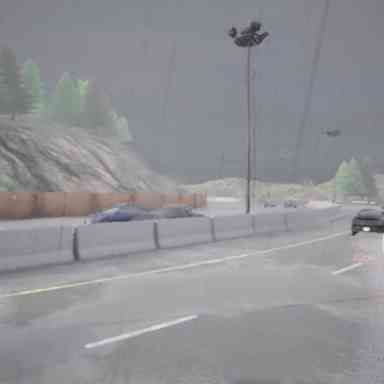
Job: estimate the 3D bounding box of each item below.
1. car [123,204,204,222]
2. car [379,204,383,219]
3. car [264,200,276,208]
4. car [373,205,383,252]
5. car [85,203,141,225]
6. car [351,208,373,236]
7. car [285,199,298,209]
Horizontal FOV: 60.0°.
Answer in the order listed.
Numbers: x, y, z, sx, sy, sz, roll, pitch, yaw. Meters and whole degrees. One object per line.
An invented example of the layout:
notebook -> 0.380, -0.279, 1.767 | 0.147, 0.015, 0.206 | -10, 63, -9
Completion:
car -> -1.467, 1.728, 21.527 | 2.033, 1.411, 5.357 | 0, -1, 45
car -> 20.265, 1.978, 33.997 | 1.895, 1.301, 4.718 | 0, -1, 27
car -> 13.808, 2.089, 58.801 | 1.812, 1.442, 4.674 | 0, 0, 11
car -> 8.383, 1.355, 11.432 | 5.566, 2.045, 2.150 | 1, -1, -45
car -> -5.036, 1.704, 22.973 | 1.812, 1.442, 4.674 | 0, -1, 45
car -> 10.665, 1.715, 19.257 | 1.837, 1.490, 4.892 | 0, 0, 40
car -> 17.109, 2.069, 57.424 | 1.837, 1.490, 4.892 | 0, 0, 11
